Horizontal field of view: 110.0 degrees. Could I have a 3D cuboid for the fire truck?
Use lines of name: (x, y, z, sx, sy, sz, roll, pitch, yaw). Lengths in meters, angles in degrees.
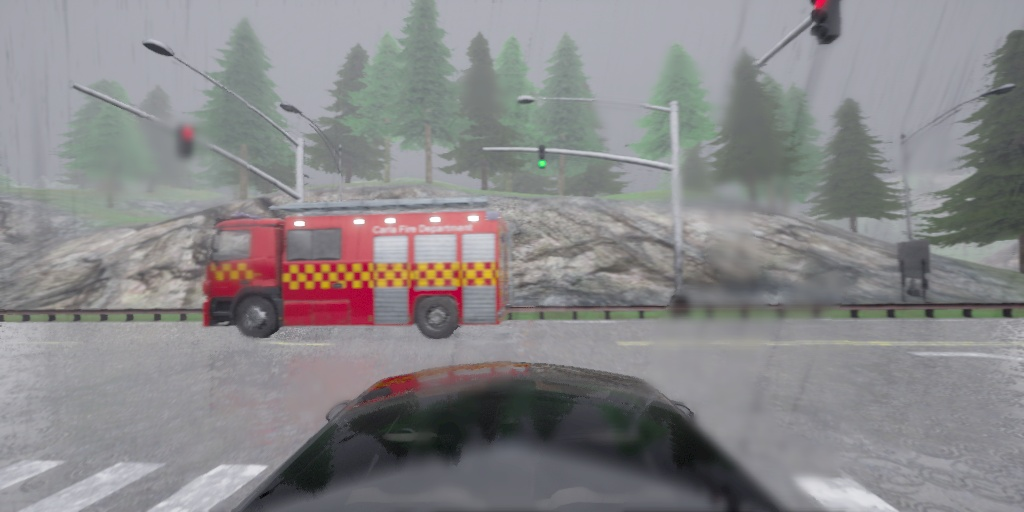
fire truck: (-4.301, 0.376, 10.924, 8.468, 3.827, 2.891, -1, -2, 5)
